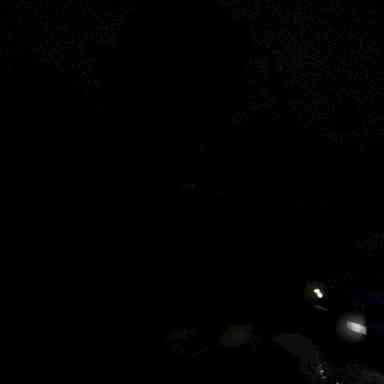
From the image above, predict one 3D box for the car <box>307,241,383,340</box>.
[{"bbox_3d":[4.493,1.481,6.150,5.357,1.411,2.033,-1,0,-34],"label":"car"}]
